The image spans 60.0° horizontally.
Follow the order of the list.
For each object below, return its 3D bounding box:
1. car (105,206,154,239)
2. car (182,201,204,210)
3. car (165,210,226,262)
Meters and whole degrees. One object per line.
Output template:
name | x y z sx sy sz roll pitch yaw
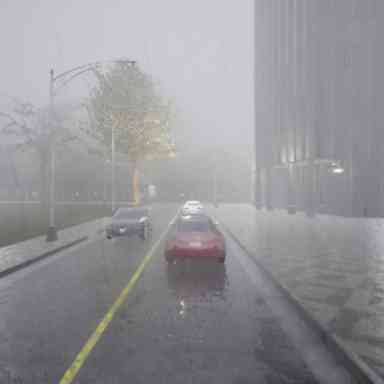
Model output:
car | -3.094 1.496 17.188 1.837 1.490 4.892 0 0 0
car | 0.095 1.506 29.505 1.812 1.442 4.674 0 0 0
car | 0.103 1.559 12.121 1.994 1.385 4.181 0 0 0
